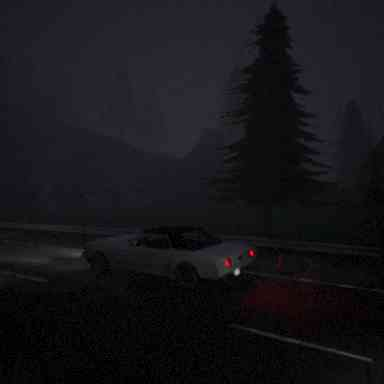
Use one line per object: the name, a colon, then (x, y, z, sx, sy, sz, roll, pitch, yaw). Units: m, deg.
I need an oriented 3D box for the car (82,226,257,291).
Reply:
car: (-0.789, 1.596, 9.003, 4.718, 1.301, 1.895, -1, 0, 33)
